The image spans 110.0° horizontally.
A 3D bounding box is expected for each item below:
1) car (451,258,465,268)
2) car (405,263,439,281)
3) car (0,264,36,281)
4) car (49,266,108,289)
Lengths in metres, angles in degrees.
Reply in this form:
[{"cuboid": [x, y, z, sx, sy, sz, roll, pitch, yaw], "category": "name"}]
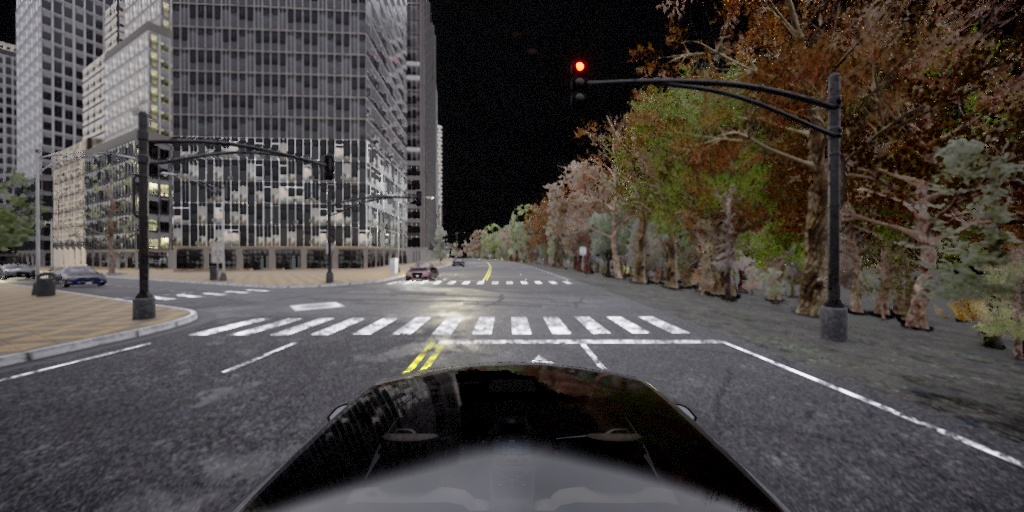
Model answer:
[{"cuboid": [-8.273, 1.079, 55.821, 2.033, 1.411, 5.357, 0, 0, -3], "category": "car"}, {"cuboid": [-6.980, 1.241, 28.184, 1.994, 1.385, 4.181, 0, 1, -2], "category": "car"}, {"cuboid": [-46.325, 1.502, 33.596, 4.892, 1.490, 1.837, -1, 0, 29], "category": "car"}, {"cuboid": [-30.246, 1.435, 24.909, 5.357, 1.411, 2.033, 0, 0, 28], "category": "car"}]
